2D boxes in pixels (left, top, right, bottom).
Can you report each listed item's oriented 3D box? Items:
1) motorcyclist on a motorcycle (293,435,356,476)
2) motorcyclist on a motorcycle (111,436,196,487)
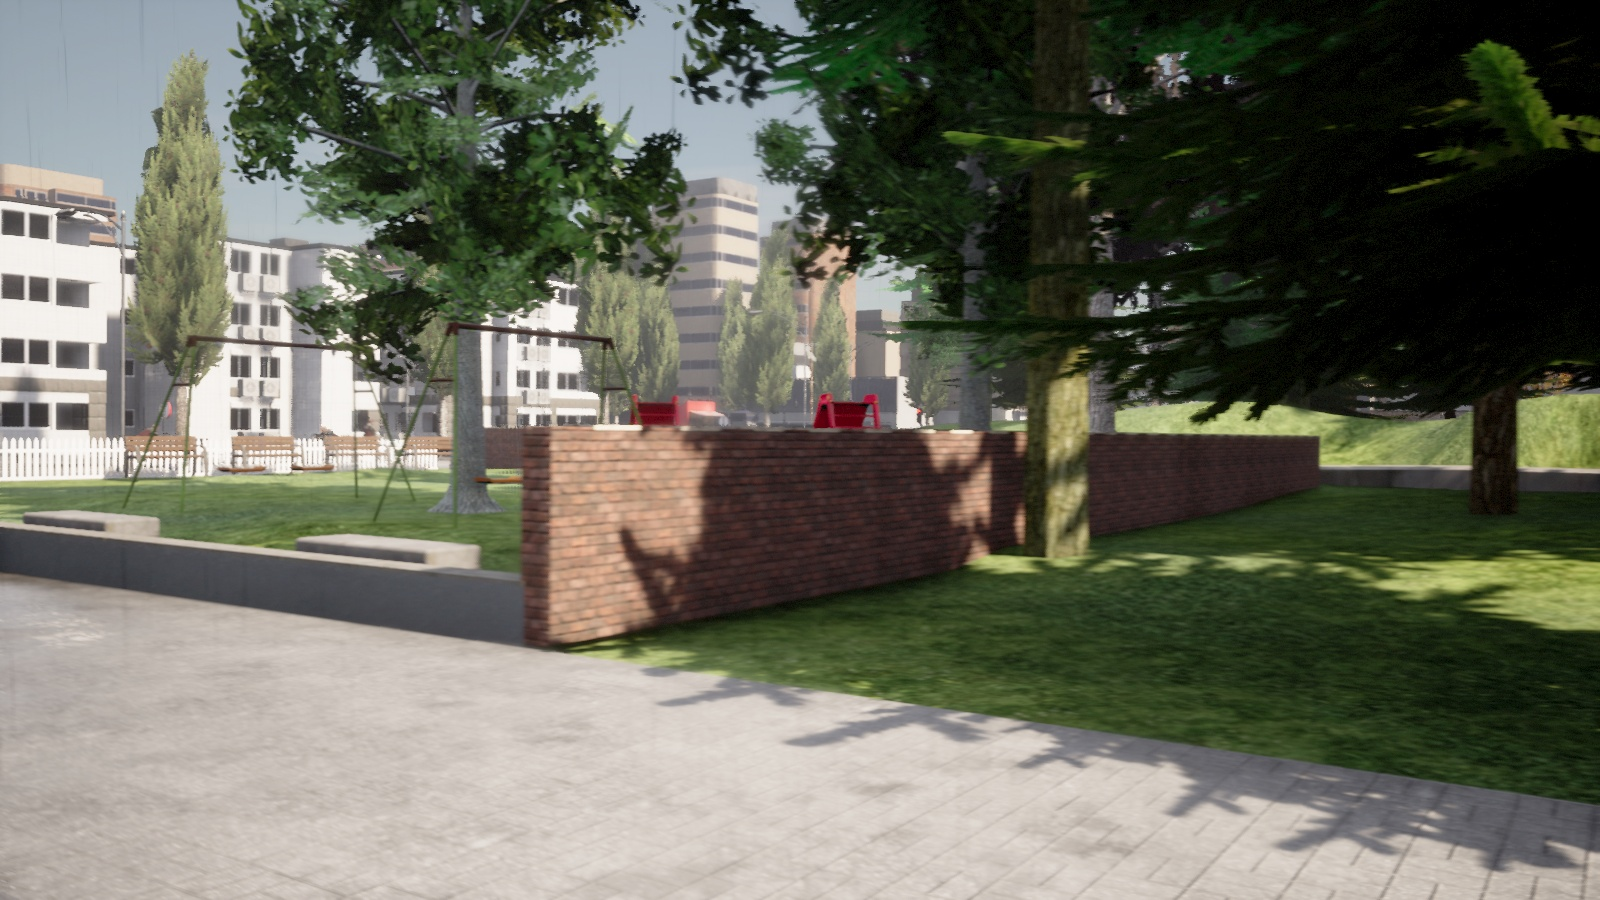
[{"bbox_3d":[-18.410,0.185,48.647,0.866,1.530,2.191,0,1,34],"label":"motorcyclist on a motorcycle"},{"bbox_3d":[-20.047,0.340,38.989,0.866,1.530,2.191,0,1,34],"label":"motorcyclist on a motorcycle"}]
